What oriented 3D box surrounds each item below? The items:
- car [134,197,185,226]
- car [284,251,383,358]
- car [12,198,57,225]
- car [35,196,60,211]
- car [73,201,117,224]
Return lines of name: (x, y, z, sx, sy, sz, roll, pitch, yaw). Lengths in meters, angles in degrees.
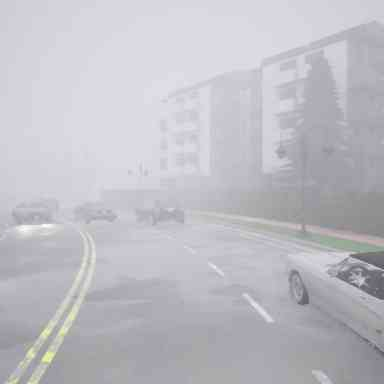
car: (-2.231, 1.105, 21.708, 2.097, 1.767, 4.553, 0, 1, -26)
car: (3.071, 1.540, 4.977, 1.895, 1.301, 4.718, 0, 1, -6)
car: (-10.580, 1.321, 21.942, 1.994, 1.385, 4.181, 0, 1, -34)
car: (-14.859, 1.123, 33.227, 2.128, 1.511, 4.902, -1, 1, -42)
car: (-6.701, 1.293, 22.696, 2.033, 1.411, 5.357, 0, 1, -31)
